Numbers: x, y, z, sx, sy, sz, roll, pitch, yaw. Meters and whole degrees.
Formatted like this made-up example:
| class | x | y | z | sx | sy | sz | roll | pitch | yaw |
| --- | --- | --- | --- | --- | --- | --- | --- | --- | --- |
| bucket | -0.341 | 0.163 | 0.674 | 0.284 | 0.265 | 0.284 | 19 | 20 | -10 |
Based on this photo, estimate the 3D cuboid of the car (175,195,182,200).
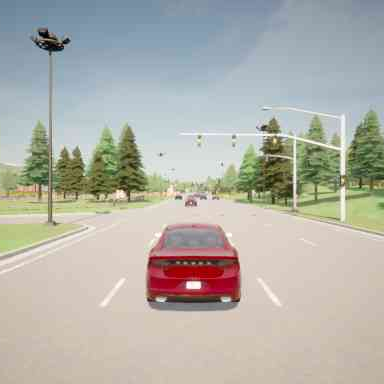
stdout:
| class | x | y | z | sx | sy | sz | roll | pitch | yaw |
| --- | --- | --- | --- | --- | --- | --- | --- | --- | --- |
| car | -3.769 | 1.478 | 94.333 | 1.882 | 1.535 | 5.008 | 0 | 0 | 0 |

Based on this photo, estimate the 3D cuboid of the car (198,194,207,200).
| class | x | y | z | sx | sy | sz | roll | pitch | yaw |
| --- | --- | --- | --- | --- | --- | --- | --- | --- | --- |
| car | 3.231 | 1.524 | 94.353 | 1.812 | 1.442 | 4.674 | 0 | 0 | 0 |

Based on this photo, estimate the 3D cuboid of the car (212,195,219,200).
| class | x | y | z | sx | sy | sz | roll | pitch | yaw |
| --- | --- | --- | --- | --- | --- | --- | --- | --- | --- |
| car | 6.731 | 1.525 | 94.363 | 2.128 | 1.511 | 4.902 | 0 | 0 | 0 |

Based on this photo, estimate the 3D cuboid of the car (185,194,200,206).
| class | x | y | z | sx | sy | sz | roll | pitch | yaw |
| --- | --- | --- | --- | --- | --- | --- | --- | --- | --- |
| car | -0.150 | 1.525 | 52.897 | 1.812 | 1.442 | 4.674 | 0 | 0 | 0 |

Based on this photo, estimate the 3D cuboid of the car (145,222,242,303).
| class | x | y | z | sx | sy | sz | roll | pitch | yaw |
| --- | --- | --- | --- | --- | --- | --- | --- | --- | --- |
| car | 0.040 | 1.478 | 8.294 | 1.882 | 1.535 | 5.008 | 0 | 0 | 0 |
